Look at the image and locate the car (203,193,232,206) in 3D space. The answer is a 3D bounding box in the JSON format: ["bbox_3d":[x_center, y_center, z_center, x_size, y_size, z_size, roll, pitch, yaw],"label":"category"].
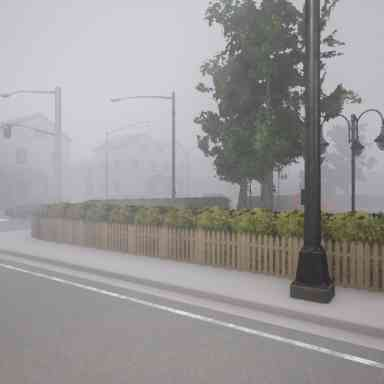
[{"bbox_3d":[3.528,1.221,48.161,2.150,2.045,5.566,0,0,35],"label":"car"}]

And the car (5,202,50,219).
[{"bbox_3d":[-14.031,1.564,29.263,1.994,1.385,4.181,0,0,35],"label":"car"}]

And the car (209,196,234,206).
[{"bbox_3d":[5.020,1.478,56.473,1.882,1.535,5.008,0,0,35],"label":"car"}]
